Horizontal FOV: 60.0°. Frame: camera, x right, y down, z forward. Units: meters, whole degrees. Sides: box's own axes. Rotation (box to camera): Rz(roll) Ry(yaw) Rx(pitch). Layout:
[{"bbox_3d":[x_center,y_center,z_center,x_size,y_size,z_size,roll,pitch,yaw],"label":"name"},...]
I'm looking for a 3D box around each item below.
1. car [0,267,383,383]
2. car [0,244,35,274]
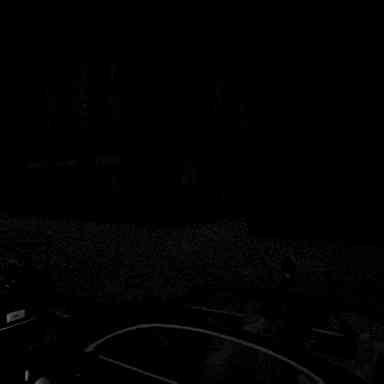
[{"bbox_3d":[0.220,1.565,2.918,4.403,1.369,2.008,-1,0,36],"label":"car"},{"bbox_3d":[-4.379,1.619,6.199,4.403,1.369,2.008,-1,0,36],"label":"car"}]
